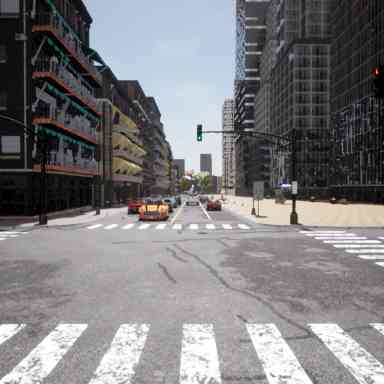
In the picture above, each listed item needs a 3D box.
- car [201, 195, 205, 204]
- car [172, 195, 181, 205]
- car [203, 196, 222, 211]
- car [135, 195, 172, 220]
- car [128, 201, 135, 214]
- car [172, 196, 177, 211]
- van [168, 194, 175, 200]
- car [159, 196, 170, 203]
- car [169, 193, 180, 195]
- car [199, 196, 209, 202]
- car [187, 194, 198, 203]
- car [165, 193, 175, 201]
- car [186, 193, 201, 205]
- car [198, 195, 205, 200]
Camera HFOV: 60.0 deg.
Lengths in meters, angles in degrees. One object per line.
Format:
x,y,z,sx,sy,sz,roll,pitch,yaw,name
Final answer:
2.668,1.550,63.644,2.008,1.369,4.403,-1,0,0,car
-3.076,1.543,47.925,2.033,1.411,5.357,0,0,0,car
2.660,1.540,41.048,1.887,1.381,4.507,-1,0,0,car
-3.090,1.348,27.600,2.097,1.767,4.553,0,0,0,car
-5.689,1.540,35.344,1.887,1.381,4.507,-1,0,0,car
-3.084,1.500,37.597,1.837,1.490,4.892,0,0,0,car
-5.673,1.349,91.833,1.690,1.788,3.998,-1,0,0,van
-5.678,1.583,69.238,1.802,1.307,4.206,-1,0,0,car
-3.031,1.220,58.243,2.150,2.045,5.566,0,0,1,car
2.671,1.547,74.942,1.887,1.381,4.507,-1,0,0,car
0.124,1.353,69.895,2.097,1.767,4.553,0,0,0,car
-5.676,1.321,86.185,2.192,1.841,5.009,-1,0,0,car
0.123,1.217,59.185,2.150,2.045,5.566,0,0,0,car
2.676,1.534,92.059,1.752,1.417,4.829,-1,0,0,car
